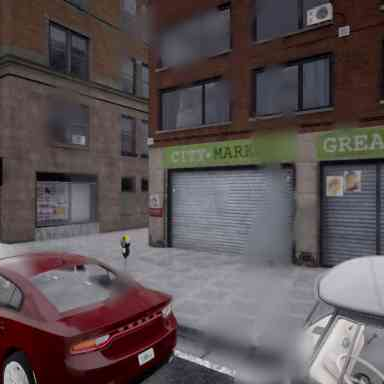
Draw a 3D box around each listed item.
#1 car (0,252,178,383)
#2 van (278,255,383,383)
[{"bbox_3d":[-2.282,1.544,4.701,4.507,1.381,1.887,0,0,35],"label":"car"},{"bbox_3d":[2.328,1.341,1.417,3.998,1.788,1.690,0,0,35],"label":"van"}]
